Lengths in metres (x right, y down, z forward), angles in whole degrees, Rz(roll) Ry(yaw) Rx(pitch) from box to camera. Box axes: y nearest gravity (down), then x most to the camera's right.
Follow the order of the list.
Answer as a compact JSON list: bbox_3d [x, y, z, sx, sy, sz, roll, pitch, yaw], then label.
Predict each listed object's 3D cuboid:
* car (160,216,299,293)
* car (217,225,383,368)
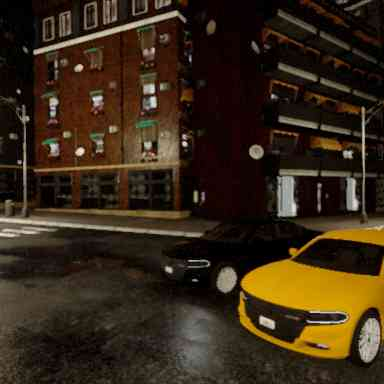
[{"bbox_3d":[1.523,1.446,8.837,5.008,1.535,1.882,0,0,-36],"label":"car"},{"bbox_3d":[3.014,1.447,5.905,5.008,1.535,1.882,0,0,-36],"label":"car"}]
